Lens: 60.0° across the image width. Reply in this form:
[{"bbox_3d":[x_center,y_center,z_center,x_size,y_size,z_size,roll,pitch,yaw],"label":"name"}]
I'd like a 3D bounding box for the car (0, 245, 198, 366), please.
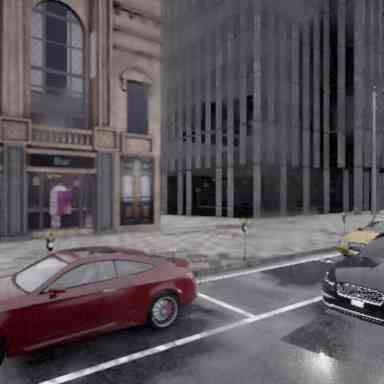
[{"bbox_3d":[-1.842,1.581,5.336,4.206,1.307,1.802,0,0,-36],"label":"car"}]

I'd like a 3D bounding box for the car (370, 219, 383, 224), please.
[{"bbox_3d":[6.955,1.520,11.612,4.829,1.417,1.752,0,0,-36],"label":"car"}]

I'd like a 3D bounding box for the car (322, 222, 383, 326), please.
[{"bbox_3d":[4.585,1.501,6.650,4.892,1.490,1.837,0,0,-36],"label":"car"}]
